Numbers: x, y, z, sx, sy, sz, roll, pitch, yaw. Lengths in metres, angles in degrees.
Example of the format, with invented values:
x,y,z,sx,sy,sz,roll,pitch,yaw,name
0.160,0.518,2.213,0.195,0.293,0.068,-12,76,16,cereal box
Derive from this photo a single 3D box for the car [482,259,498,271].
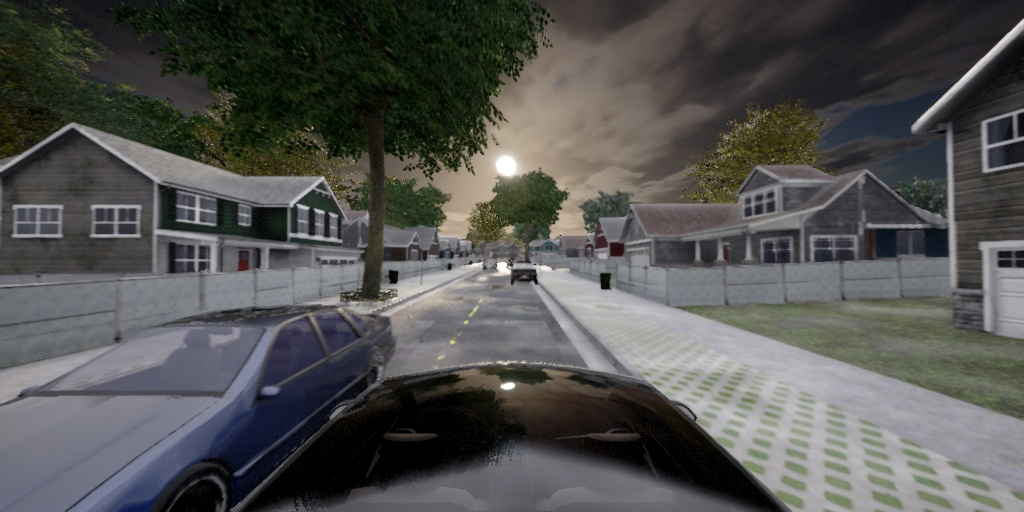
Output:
x,y,z,sx,sy,sz,roll,pitch,yaw,name
-2.816,1.196,46.785,2.128,1.511,4.902,0,0,0,car

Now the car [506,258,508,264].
x,y,z,sx,sy,sz,roll,pitch,yaw,name
0.010,1.187,60.968,1.837,1.490,4.892,0,0,0,car

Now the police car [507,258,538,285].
x,y,z,sx,sy,sz,roll,pitch,yaw,name
0.829,1.158,26.162,1.930,1.638,5.238,0,0,0,police car

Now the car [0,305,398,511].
x,y,z,sx,sy,sz,roll,pitch,yaw,name
-2.849,1.296,3.846,2.033,1.411,5.357,0,0,0,car
